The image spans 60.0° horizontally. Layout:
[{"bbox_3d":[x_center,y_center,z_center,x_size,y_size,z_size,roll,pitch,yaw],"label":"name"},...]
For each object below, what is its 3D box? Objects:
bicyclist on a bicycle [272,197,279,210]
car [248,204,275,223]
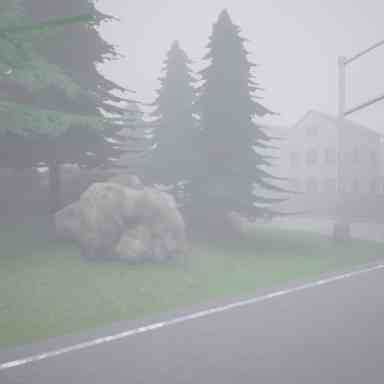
[{"bbox_3d":[8.240,1.327,33.605,1.656,1.620,0.582,0,0,-35],"label":"bicyclist on a bicycle"},{"bbox_3d":[4.141,1.236,26.425,2.150,2.045,5.566,0,0,-35],"label":"car"}]
